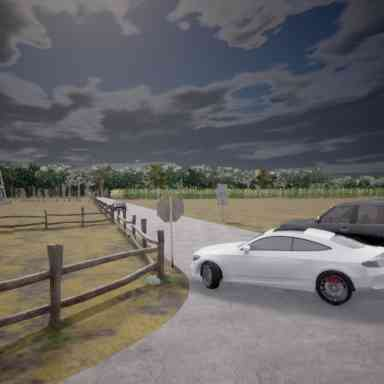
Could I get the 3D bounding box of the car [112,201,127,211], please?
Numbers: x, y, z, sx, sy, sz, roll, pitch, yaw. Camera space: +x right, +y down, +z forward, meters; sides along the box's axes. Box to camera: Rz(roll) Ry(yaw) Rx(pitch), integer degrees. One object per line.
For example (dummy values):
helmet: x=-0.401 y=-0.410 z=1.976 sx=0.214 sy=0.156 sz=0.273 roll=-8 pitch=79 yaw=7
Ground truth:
car: x=-10.867 y=1.984 z=49.470 sx=2.033 sy=1.411 sz=5.357 roll=-2 pitch=0 yaw=-18

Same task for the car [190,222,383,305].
car: x=2.194 y=1.613 z=8.164 sx=4.674 sy=1.442 sz=1.812 roll=-2 pitch=0 yaw=29

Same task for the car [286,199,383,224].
car: x=5.108 y=1.229 z=9.828 sx=2.150 sy=2.045 sz=5.566 roll=-2 pitch=0 yaw=-40
